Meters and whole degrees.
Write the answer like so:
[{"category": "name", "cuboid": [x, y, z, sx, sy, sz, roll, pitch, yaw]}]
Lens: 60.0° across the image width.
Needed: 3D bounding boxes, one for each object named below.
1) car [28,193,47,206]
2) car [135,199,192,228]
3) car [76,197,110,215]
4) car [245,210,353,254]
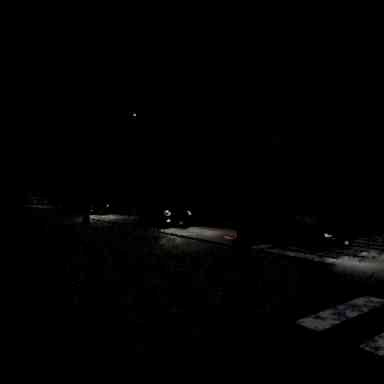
[{"category": "car", "cuboid": [-25.537, 1.202, 54.795, 2.150, 2.045, 5.566, 1, 0, -36]}, {"category": "car", "cuboid": [-1.940, 1.290, 21.934, 2.097, 1.767, 4.553, 1, -1, -36]}, {"category": "car", "cuboid": [-9.818, 1.299, 32.908, 2.097, 1.767, 4.553, 1, -1, -36]}, {"category": "car", "cuboid": [4.073, 1.490, 13.561, 1.812, 1.442, 4.674, 1, 0, -36]}]
